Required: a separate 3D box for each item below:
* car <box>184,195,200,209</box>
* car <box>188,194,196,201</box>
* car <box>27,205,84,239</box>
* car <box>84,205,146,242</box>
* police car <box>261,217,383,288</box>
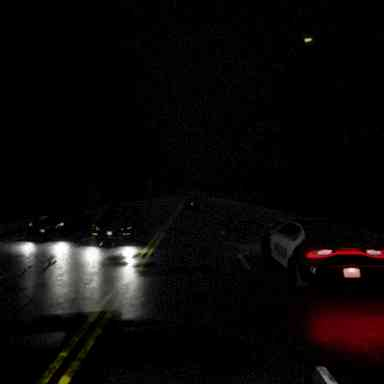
[{"bbox_3d":[0.009,1.385,41.143,1.994,1.385,4.181,0,0,0],"label":"car"},{"bbox_3d":[0.020,1.289,73.672,1.837,1.490,4.892,0,0,0],"label":"car"},{"bbox_3d":[-6.590,1.428,16.999,1.812,1.442,4.674,0,0,0],"label":"car"},{"bbox_3d":[-3.341,1.413,15.912,1.837,1.490,4.892,0,0,0],"label":"car"},{"bbox_3d":[3.253,1.448,9.173,2.038,1.542,4.974,0,0,0],"label":"police car"}]
